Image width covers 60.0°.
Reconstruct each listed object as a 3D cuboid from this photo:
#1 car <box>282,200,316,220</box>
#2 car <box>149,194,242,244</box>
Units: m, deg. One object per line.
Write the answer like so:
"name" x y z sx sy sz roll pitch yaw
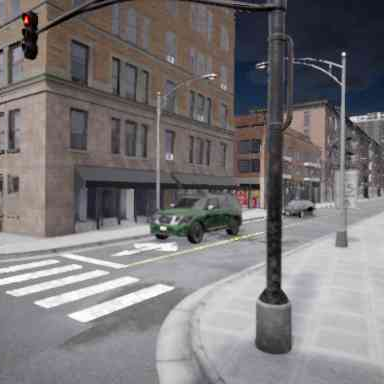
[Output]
"car" 8.885 1.381 27.921 1.882 1.535 5.008 1 1 35
"car" 0.406 1.147 15.976 2.150 2.045 5.566 1 0 35
